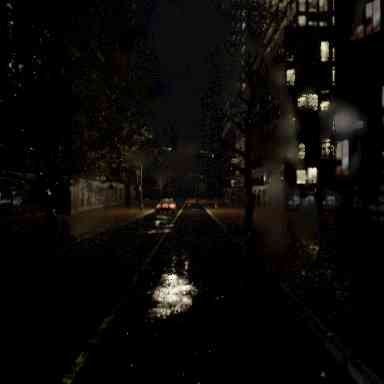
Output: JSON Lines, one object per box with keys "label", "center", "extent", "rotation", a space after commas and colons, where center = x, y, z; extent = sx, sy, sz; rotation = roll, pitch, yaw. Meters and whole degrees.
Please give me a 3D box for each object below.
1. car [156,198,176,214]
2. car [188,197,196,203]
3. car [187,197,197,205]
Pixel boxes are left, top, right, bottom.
{"label": "car", "center": [-2.997, 1.642, 39.207], "extent": [2.097, 1.767, 4.553], "rotation": [0, 0, 0]}
{"label": "car", "center": [0.007, 1.907, 81.383], "extent": [1.837, 1.490, 4.892], "rotation": [0, 0, 0]}
{"label": "car", "center": [0.006, 1.909, 70.968], "extent": [1.882, 1.535, 5.008], "rotation": [0, 0, 0]}
